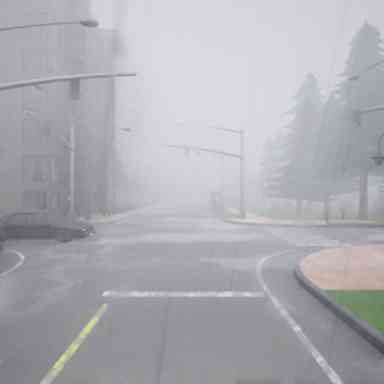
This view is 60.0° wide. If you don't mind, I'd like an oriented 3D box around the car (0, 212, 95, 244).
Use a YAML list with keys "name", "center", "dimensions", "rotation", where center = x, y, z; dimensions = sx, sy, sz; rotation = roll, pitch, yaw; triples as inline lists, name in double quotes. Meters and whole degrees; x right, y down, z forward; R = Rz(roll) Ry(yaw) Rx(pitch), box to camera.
- name: "car"
  center: [-7.592, 1.685, 16.244]
  dimensions: [5.357, 1.411, 2.033]
  rotation: [0, 0, -1]
